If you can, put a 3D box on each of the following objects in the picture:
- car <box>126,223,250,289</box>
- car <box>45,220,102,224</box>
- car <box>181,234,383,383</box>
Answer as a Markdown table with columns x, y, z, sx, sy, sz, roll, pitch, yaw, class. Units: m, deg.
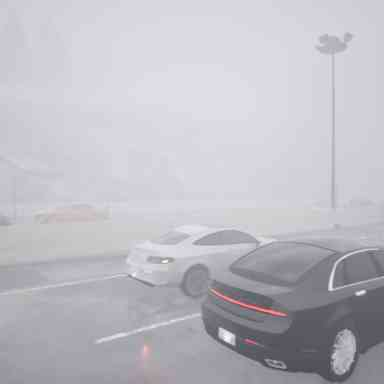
| x | y | z | sx | sy | sz | roll | pitch | yaw | class |
| --- | --- | --- | --- | --- | --- | --- | --- | --- | --- |
| 0.638 | 1.527 | 8.507 | 4.674 | 1.442 | 1.812 | 0 | 0 | -36 | car |
| -8.447 | 1.482 | 23.768 | 5.008 | 1.535 | 1.882 | 0 | 0 | -36 | car |
| 2.396 | 1.505 | 5.458 | 4.892 | 1.490 | 1.837 | 0 | 0 | -36 | car |
